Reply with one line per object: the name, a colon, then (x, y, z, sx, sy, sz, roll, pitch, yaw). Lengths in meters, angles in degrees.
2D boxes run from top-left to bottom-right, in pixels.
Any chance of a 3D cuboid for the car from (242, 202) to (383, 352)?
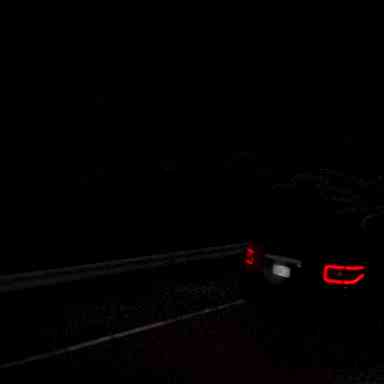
car: (3.413, 1.212, 6.373, 5.566, 2.045, 2.150, 0, 0, -37)
